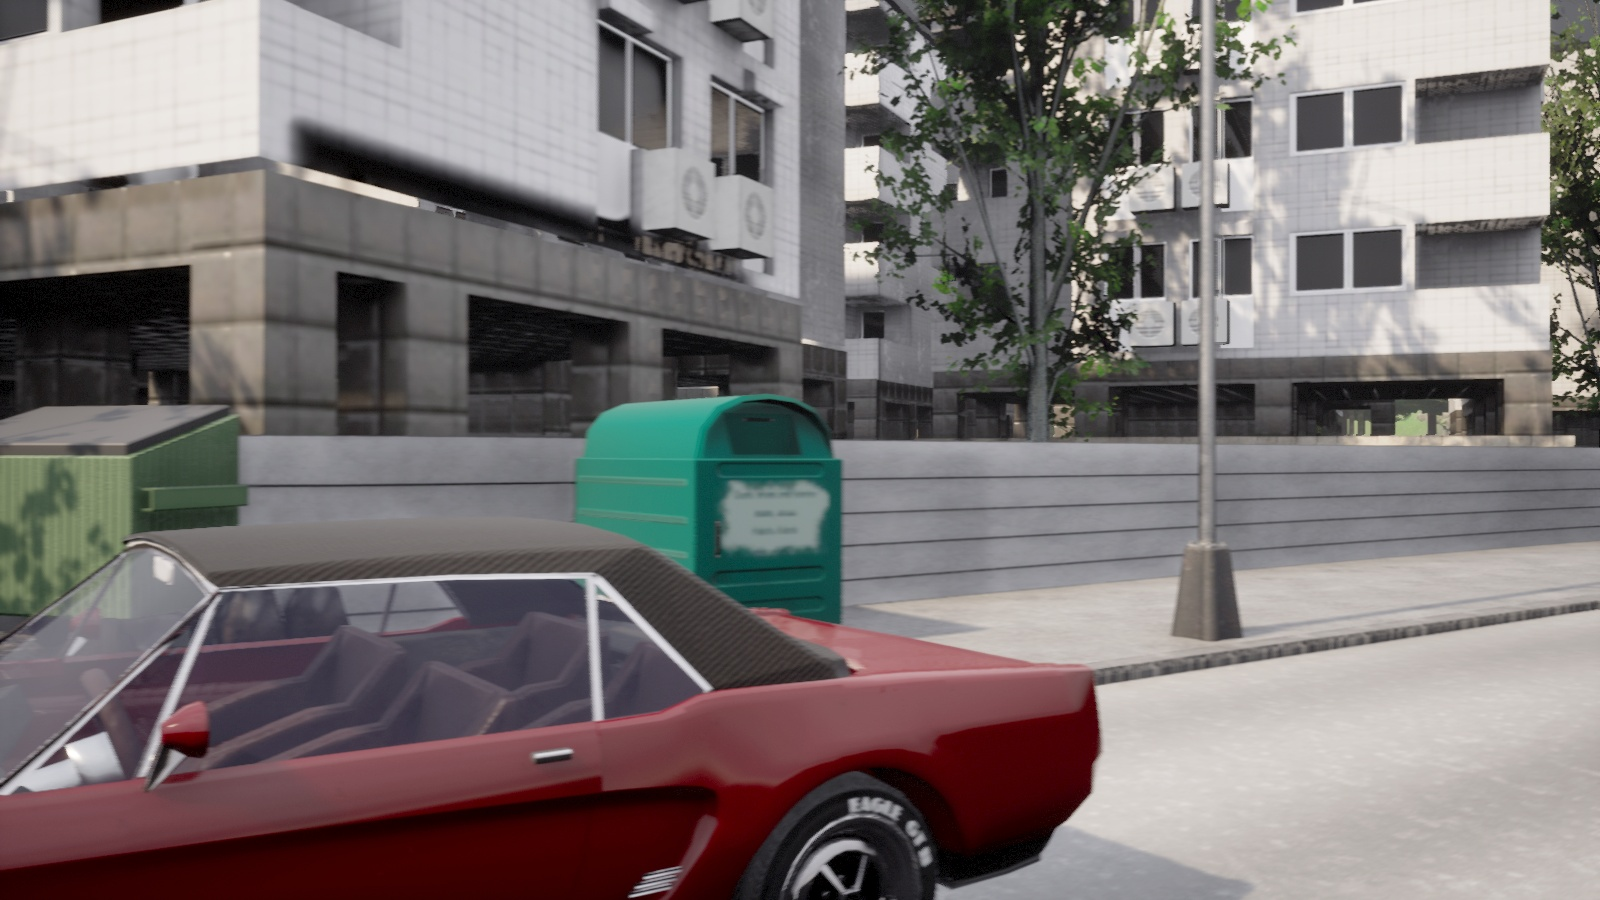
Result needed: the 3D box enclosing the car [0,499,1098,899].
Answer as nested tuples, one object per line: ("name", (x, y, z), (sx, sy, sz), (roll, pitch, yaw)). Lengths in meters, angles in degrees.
("car", (-1.593, 0.856, 3.157), (4.718, 1.301, 1.895), (0, 0, -35))
